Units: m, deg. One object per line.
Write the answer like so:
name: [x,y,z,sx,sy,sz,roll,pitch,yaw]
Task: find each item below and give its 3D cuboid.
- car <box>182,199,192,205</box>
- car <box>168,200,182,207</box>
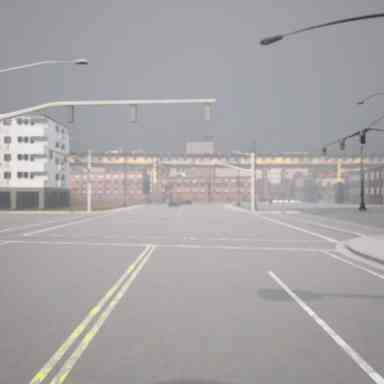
car: [-1.576,2.409,80.328,1.994,1.385,4.181,0,-1,23]
car: [-3.517,2.248,64.266,1.994,1.385,4.181,0,-1,0]
